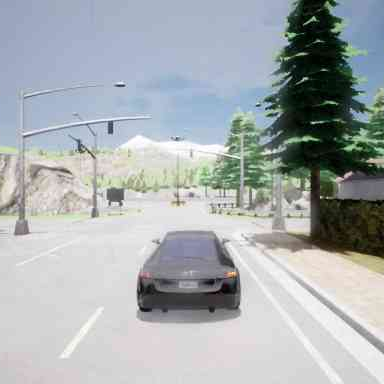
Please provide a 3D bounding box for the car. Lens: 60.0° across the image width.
[{"bbox_3d":[-0.033,1.574,7.816,1.994,1.385,4.181,0,0,1],"label":"car"}]
